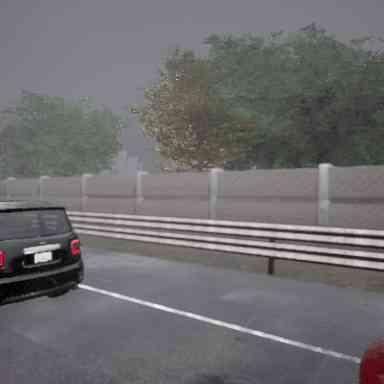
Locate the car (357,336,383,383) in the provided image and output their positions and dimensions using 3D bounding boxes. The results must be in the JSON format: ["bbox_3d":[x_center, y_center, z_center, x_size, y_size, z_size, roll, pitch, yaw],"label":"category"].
[{"bbox_3d":[3.501,1.483,1.498,5.008,1.535,1.882,0,0,35],"label":"car"}]

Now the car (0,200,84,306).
[{"bbox_3d":[-4.720,1.201,7.233,5.566,2.045,2.150,0,0,35],"label":"car"}]
